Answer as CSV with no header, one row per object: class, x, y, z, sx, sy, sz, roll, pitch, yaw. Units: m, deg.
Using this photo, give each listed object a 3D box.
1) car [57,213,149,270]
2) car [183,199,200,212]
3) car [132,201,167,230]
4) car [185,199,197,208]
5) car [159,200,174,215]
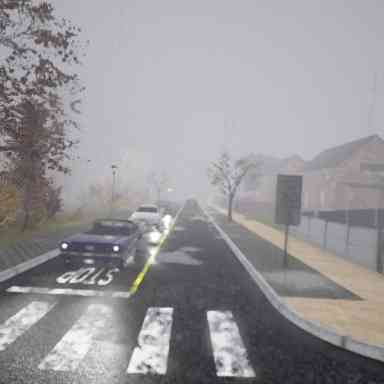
car,-2.870,1.633,11.474,1.895,1.301,4.718,3,0,0
car,-0.083,1.658,44.556,2.097,1.767,4.553,3,0,0
car,-2.925,1.594,22.207,1.812,1.442,4.674,3,0,0
car,-0.160,1.959,56.802,1.895,1.301,4.718,3,0,0
car,-2.974,1.612,36.378,2.128,1.511,4.902,3,0,0
